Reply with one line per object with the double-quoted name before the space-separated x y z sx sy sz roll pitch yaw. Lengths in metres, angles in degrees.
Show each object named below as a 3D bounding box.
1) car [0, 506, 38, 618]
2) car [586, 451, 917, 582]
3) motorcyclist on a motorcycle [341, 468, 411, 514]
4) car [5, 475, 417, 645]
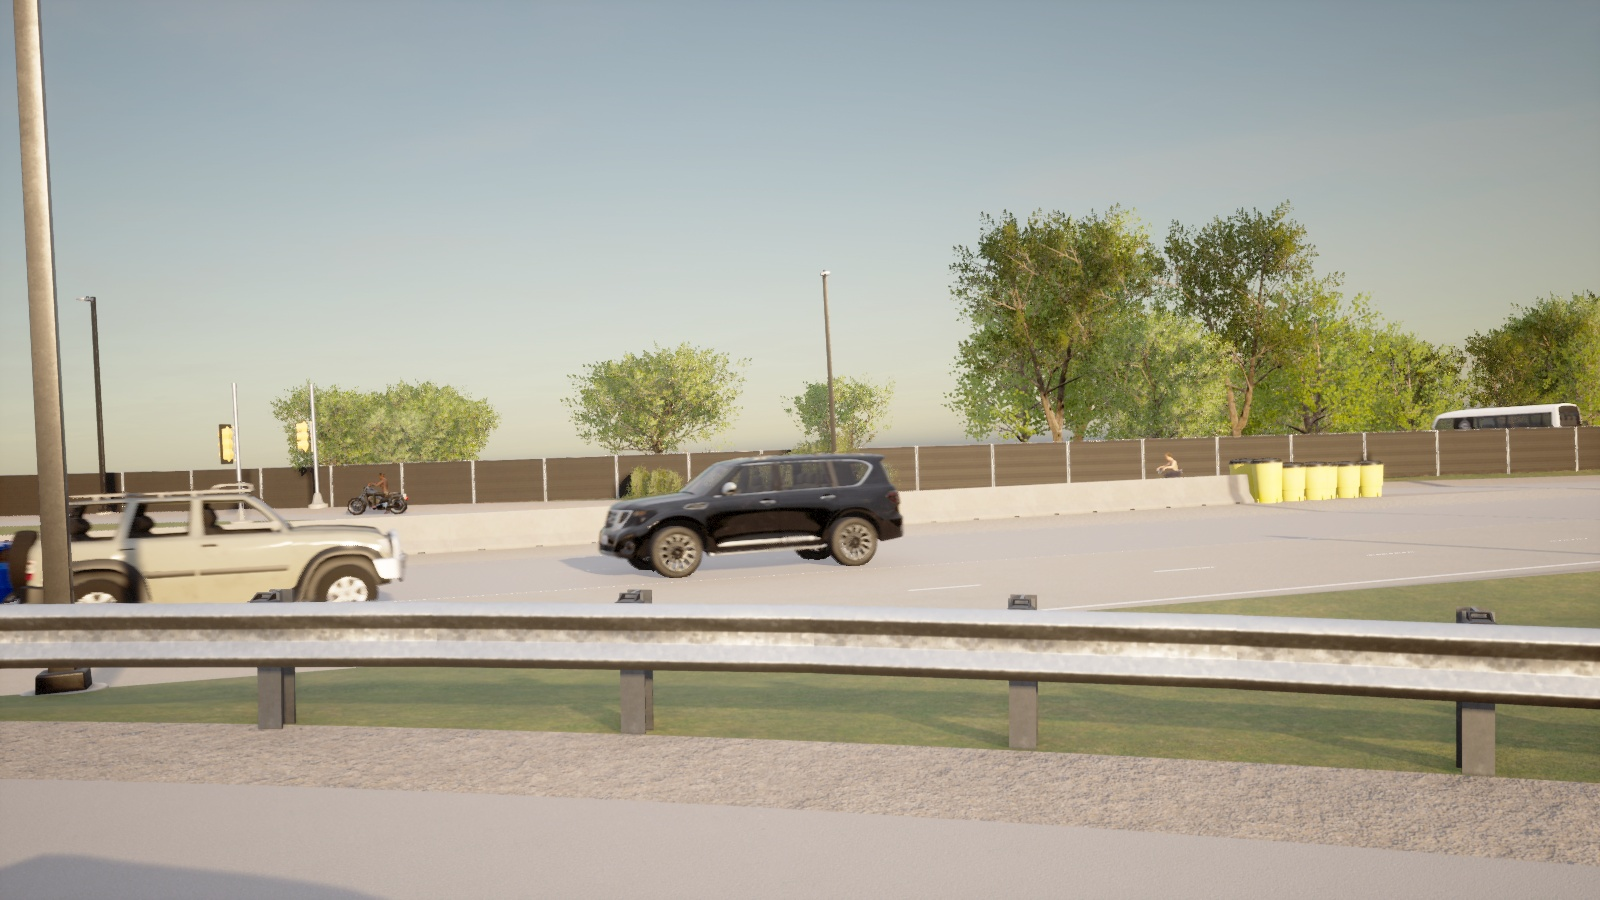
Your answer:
"car" -13.857 1.672 17.745 5.008 1.535 1.882 -1 -1 -21
"car" -0.876 1.120 22.822 5.566 2.045 2.150 -1 -1 -21
"motorcyclist on a motorcycle" -16.090 1.551 47.687 2.350 1.649 0.766 -1 0 6
"car" -7.515 1.327 16.470 4.605 1.855 1.932 -1 -1 -21
